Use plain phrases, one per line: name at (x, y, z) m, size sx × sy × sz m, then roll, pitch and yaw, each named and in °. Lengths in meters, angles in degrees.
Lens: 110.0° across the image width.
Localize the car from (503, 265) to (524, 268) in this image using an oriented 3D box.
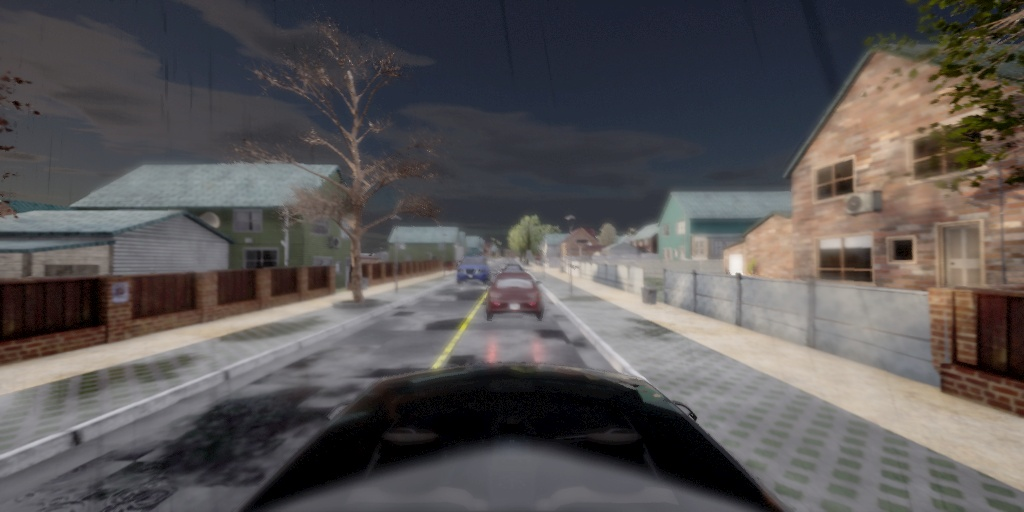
car at (0.105, 1.394, 28.959) m, size 1.994 × 1.385 × 4.181 m, roll 0°, pitch 0°, yaw 0°

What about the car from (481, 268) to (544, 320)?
car at (0.092, 1.309, 12.728) m, size 1.812 × 1.442 × 4.674 m, roll 0°, pitch 0°, yaw 0°

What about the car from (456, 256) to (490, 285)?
car at (-2.830, 1.047, 27.421) m, size 2.150 × 2.045 × 5.566 m, roll 0°, pitch 0°, yaw 0°
